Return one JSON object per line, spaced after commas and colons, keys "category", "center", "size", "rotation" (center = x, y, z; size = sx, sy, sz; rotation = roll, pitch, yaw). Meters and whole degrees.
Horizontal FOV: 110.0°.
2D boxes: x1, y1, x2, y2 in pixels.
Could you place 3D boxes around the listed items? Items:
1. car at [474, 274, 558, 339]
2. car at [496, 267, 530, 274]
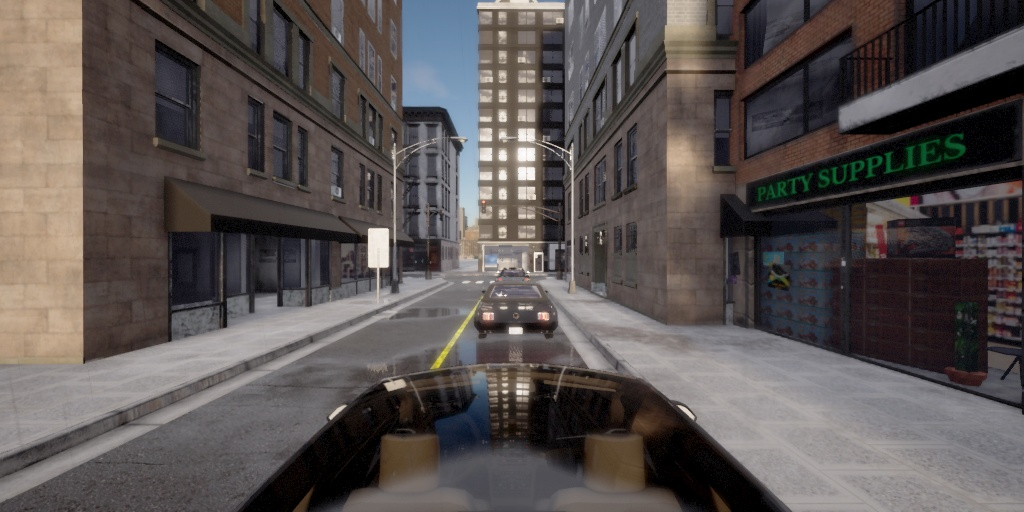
{"category": "car", "center": [0.088, 1.351, 10.064], "size": [1.895, 1.301, 4.718], "rotation": [0, 0, 0]}
{"category": "car", "center": [0.066, 1.314, 20.032], "size": [1.994, 1.385, 4.181], "rotation": [0, 0, 0]}
